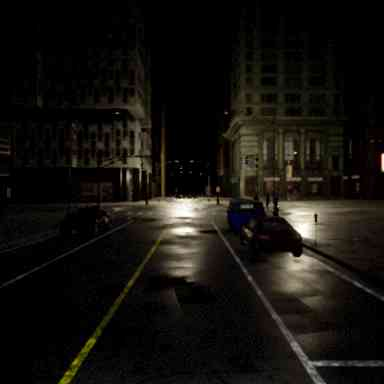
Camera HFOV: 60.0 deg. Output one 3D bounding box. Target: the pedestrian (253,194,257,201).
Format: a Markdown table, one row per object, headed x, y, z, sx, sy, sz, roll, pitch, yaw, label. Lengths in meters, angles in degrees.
| x | y | z | sx | sy | sz | roll | pitch | yaw | label |
| --- | --- | --- | --- | --- | --- | --- | --- | --- | --- |
| 6.134 | 1.064 | 32.809 | 0.375 | 1.860 | 0.375 | 0 | 0 | 0 | pedestrian |

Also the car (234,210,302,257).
| x | y | z | sx | sy | sz | roll | pitch | yaw | label |
| --- | --- | --- | --- | --- | --- | --- | --- | --- | --- |
| 2.853 | 1.556 | 12.521 | 1.802 | 1.307 | 4.206 | 0 | 0 | 0 | car |

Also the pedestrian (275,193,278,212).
| x | y | z | sx | sy | sz | roll | pitch | yaw | label |
| --- | --- | --- | --- | --- | --- | --- | --- | --- | --- |
| 8.134 | 1.007 | 32.208 | 0.375 | 1.860 | 0.375 | 0 | 0 | 0 | pedestrian |

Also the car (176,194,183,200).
| x | y | z | sx | sy | sz | roll | pitch | yaw | label |
| --- | --- | --- | --- | --- | --- | --- | --- | --- | --- |
| -3.226 | 1.258 | 85.290 | 2.033 | 1.411 | 5.357 | 0 | 0 | 0 | car |

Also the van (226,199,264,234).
| x | y | z | sx | sy | sz | roll | pitch | yaw | label |
| --- | --- | --- | --- | --- | --- | --- | --- | --- | --- |
| 2.852 | 1.301 | 18.169 | 1.690 | 1.788 | 3.998 | 0 | 0 | 0 | van |

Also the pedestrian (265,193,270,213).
| x | y | z | sx | sy | sz | roll | pitch | yaw | label |
| --- | --- | --- | --- | --- | --- | --- | --- | --- | --- |
| 7.134 | 1.046 | 31.608 | 0.375 | 1.860 | 0.375 | 0 | 0 | 0 | pedestrian |

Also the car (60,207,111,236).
| x | y | z | sx | sy | sz | roll | pitch | yaw | label |
| --- | --- | --- | --- | --- | --- | --- | --- | --- | --- |
| -5.673 | 1.527 | 18.169 | 1.947 | 1.339 | 4.313 | 0 | 0 | 0 | car |
